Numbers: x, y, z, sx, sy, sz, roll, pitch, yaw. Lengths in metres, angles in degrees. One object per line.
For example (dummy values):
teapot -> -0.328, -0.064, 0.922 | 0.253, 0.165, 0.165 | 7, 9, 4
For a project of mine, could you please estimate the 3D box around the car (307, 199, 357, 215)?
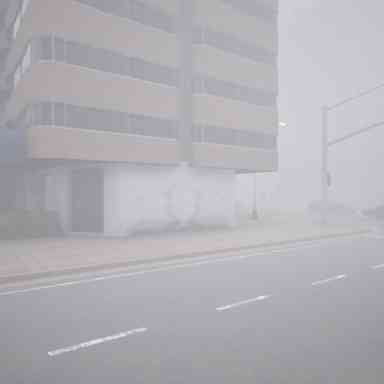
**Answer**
car -> 14.156, 1.491, 33.911 | 2.128, 1.511, 4.902 | 0, 0, -36

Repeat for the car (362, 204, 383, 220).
car -> 15.874, 1.601, 25.597 | 1.895, 1.301, 4.718 | 0, 0, -36

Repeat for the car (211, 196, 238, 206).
car -> 5.607, 1.491, 57.948 | 2.128, 1.511, 4.902 | 0, 0, -35

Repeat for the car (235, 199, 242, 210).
car -> 3.997, 1.352, 41.949 | 2.097, 1.767, 4.553 | 0, 0, -36

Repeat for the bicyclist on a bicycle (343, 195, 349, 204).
bicyclist on a bicycle -> 22.040, 1.301, 47.694 | 1.656, 1.620, 0.582 | 0, 0, -36

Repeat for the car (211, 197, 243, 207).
car -> 5.435, 1.547, 52.198 | 2.033, 1.411, 5.357 | 0, 0, -36
